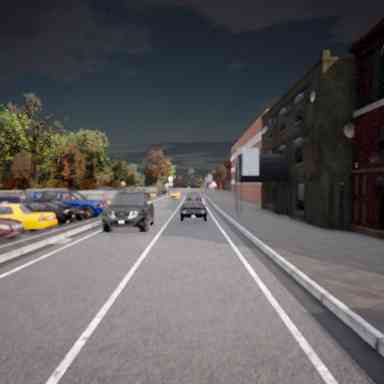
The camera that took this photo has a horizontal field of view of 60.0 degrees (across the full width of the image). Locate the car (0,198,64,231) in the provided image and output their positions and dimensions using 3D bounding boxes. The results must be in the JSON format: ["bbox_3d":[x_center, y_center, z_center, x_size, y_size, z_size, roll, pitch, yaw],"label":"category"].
[{"bbox_3d":[-9.545,1.254,16.466,5.366,1.575,1.946,0,0,0],"label":"car"}]

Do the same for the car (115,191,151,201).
[{"bbox_3d":[-9.343,0.661,53.215,5.366,1.575,1.946,0,1,0],"label":"car"}]

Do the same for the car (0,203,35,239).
[{"bbox_3d":[-9.378,1.317,13.640,4.674,1.452,2.002,0,0,0],"label":"car"}]

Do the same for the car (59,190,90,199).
[{"bbox_3d":[-21.675,0.456,61.562,5.008,1.535,2.097,0,1,0],"label":"car"}]

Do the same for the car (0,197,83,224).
[{"bbox_3d":[-9.339,1.236,19.291,5.008,1.535,2.097,0,0,0],"label":"car"}]

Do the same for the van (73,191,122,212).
[{"bbox_3d":[-9.384,0.903,33.297,4.442,1.987,1.878,0,1,0],"label":"van"}]

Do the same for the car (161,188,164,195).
[{"bbox_3d":[-9.052,0.209,72.989,4.674,1.452,2.002,0,1,0],"label":"car"}]

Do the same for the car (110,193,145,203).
[{"bbox_3d":[-9.192,0.845,47.566,4.674,1.452,2.002,0,1,0],"label":"car"}]

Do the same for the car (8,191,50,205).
[{"bbox_3d":[-21.745,0.754,44.623,4.553,1.767,2.185,0,1,0],"label":"car"}]

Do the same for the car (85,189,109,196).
[{"bbox_3d":[-21.599,0.101,75.801,4.892,1.521,2.231,0,1,0],"label":"car"}]

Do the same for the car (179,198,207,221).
[{"bbox_3d":[0.119,1.338,24.604,1.895,1.301,4.718,0,1,0],"label":"car"}]

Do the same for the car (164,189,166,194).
[{"bbox_3d":[-9.031,0.139,75.814,4.674,1.452,2.002,0,1,0],"label":"car"}]

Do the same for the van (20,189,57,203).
[{"bbox_3d":[-21.877,0.580,47.568,4.442,1.987,1.878,0,1,0],"label":"van"}]

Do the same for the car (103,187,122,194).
[{"bbox_3d":[-21.467,-0.400,89.919,4.553,1.767,2.185,0,1,0],"label":"car"}]

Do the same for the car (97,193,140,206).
[{"bbox_3d":[-9.214,0.946,41.915,5.008,1.535,2.097,0,1,0],"label":"car"}]

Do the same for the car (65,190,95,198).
[{"bbox_3d":[-21.670,0.385,64.385,5.008,1.535,2.097,0,1,0],"label":"car"}]

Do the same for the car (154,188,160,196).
[{"bbox_3d":[-8.941,0.519,58.862,5.366,1.575,1.946,0,1,0],"label":"car"}]

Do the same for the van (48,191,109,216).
[{"bbox_3d":[-9.414,0.948,27.766,4.442,1.987,1.878,0,0,0],"label":"van"}]

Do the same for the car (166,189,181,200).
[{"bbox_3d":[-3.052,0.541,59.111,1.882,1.535,5.008,0,1,1],"label":"car"}]

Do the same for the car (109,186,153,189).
[{"bbox_3d":[-9.202,0.483,50.383,5.566,2.045,2.435,0,1,0],"label":"car"}]

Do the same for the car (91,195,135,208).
[{"bbox_3d":[-9.233,1.057,39.091,4.674,1.452,2.002,0,1,0],"label":"car"}]

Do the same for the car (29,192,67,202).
[{"bbox_3d":[-21.749,0.736,50.397,4.892,1.521,2.231,0,1,0],"label":"car"}]

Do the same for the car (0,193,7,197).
[{"bbox_3d":[-21.837,1.129,33.325,5.008,1.535,2.097,0,0,0],"label":"car"}]

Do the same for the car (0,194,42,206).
[{"bbox_3d":[-21.823,0.976,41.931,4.792,1.488,2.163,0,2,0],"label":"car"}]

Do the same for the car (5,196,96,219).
[{"bbox_3d":[-9.334,1.215,22.116,5.008,1.535,2.097,0,0,0],"label":"car"}]

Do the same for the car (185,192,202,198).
[{"bbox_3d":[0.204,0.809,41.875,2.097,1.767,4.553,0,1,0],"label":"car"}]

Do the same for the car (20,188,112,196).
[{"bbox_3d":[-9.285,0.943,24.940,5.566,2.045,2.435,0,0,0],"label":"car"}]

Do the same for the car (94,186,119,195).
[{"bbox_3d":[-21.534,-0.365,84.138,5.566,2.045,2.435,0,1,0],"label":"car"}]

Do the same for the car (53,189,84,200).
[{"bbox_3d":[-21.727,0.401,58.737,4.553,1.767,2.185,0,1,0],"label":"car"}]

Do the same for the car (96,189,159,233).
[{"bbox_3d":[-3.345,1.030,18.549,2.150,2.045,5.566,0,1,0],"label":"car"}]

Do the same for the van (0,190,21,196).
[{"bbox_3d":[-21.689,0.792,39.098,4.442,1.987,1.878,0,1,0],"label":"van"}]

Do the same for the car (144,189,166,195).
[{"bbox_3d":[-8.998,-0.045,81.461,5.008,1.535,2.097,0,2,0],"label":"car"}]

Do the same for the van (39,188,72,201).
[{"bbox_3d":[-21.842,0.439,53.216,4.442,1.987,1.878,0,1,0],"label":"van"}]

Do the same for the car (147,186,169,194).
[{"bbox_3d":[-8.944,-0.445,87.105,5.566,2.045,2.435,0,2,0],"label":"car"}]

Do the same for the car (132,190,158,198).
[{"bbox_3d":[-9.093,0.421,64.514,4.674,1.452,2.002,0,1,0],"label":"car"}]

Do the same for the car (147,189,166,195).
[{"bbox_3d":[-8.985,-0.079,84.289,4.674,1.452,2.002,0,2,0],"label":"car"}]

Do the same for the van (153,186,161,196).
[{"bbox_3d":[-9.197,0.085,67.333,4.442,1.987,1.878,0,1,0],"label":"van"}]

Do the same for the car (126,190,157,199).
[{"bbox_3d":[-9.297,0.449,61.690,5.366,1.575,1.946,0,1,0],"label":"car"}]

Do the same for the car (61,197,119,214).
[{"bbox_3d":[-9.285,1.193,30.593,4.674,1.452,2.002,0,0,0],"label":"car"}]
